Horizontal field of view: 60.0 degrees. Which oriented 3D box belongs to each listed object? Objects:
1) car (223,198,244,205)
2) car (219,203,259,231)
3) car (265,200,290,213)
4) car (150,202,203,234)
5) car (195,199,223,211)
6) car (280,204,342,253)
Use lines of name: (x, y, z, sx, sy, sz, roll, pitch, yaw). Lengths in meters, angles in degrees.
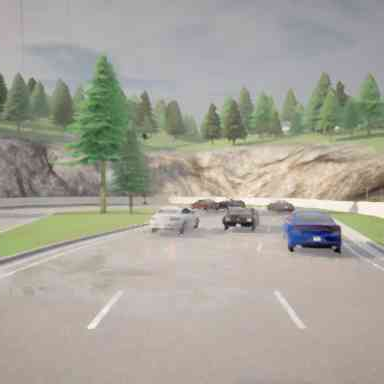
car: (4.618, 1.490, 41.195, 2.128, 1.511, 4.902, 0, 0, -27)
car: (3.203, 1.601, 20.925, 1.895, 1.301, 4.718, 0, 0, 15)
car: (9.658, 1.566, 36.836, 1.994, 1.385, 4.181, 0, 0, -6)
car: (-0.929, 1.524, 19.141, 1.812, 1.442, 4.674, 0, 0, 15)
car: (1.416, 1.523, 39.840, 1.812, 1.442, 4.674, 1, 0, -28)
car: (4.895, 1.479, 13.959, 1.882, 1.535, 5.008, 0, 0, 13)
